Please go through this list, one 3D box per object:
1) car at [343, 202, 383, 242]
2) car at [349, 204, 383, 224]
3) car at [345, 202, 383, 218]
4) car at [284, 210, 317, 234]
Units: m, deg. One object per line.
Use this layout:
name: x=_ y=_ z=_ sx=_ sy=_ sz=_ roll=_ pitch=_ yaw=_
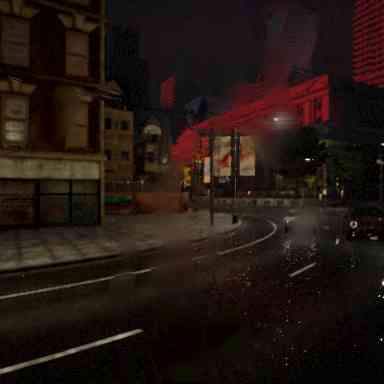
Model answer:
car: x=9.081 y=1.542 z=17.239 sx=2.097 sy=1.767 sz=4.553 roll=0 pitch=-1 yaw=21
car: x=15.433 y=1.844 z=28.829 sx=1.812 sy=1.442 sz=4.674 roll=0 pitch=-1 yaw=5
car: x=18.899 y=1.889 z=36.199 sx=2.128 sy=1.511 sz=4.902 roll=0 pitch=-1 yaw=-3
car: x=6.931 y=1.830 z=21.309 sx=1.895 sy=1.301 sz=4.718 roll=0 pitch=-1 yaw=17
